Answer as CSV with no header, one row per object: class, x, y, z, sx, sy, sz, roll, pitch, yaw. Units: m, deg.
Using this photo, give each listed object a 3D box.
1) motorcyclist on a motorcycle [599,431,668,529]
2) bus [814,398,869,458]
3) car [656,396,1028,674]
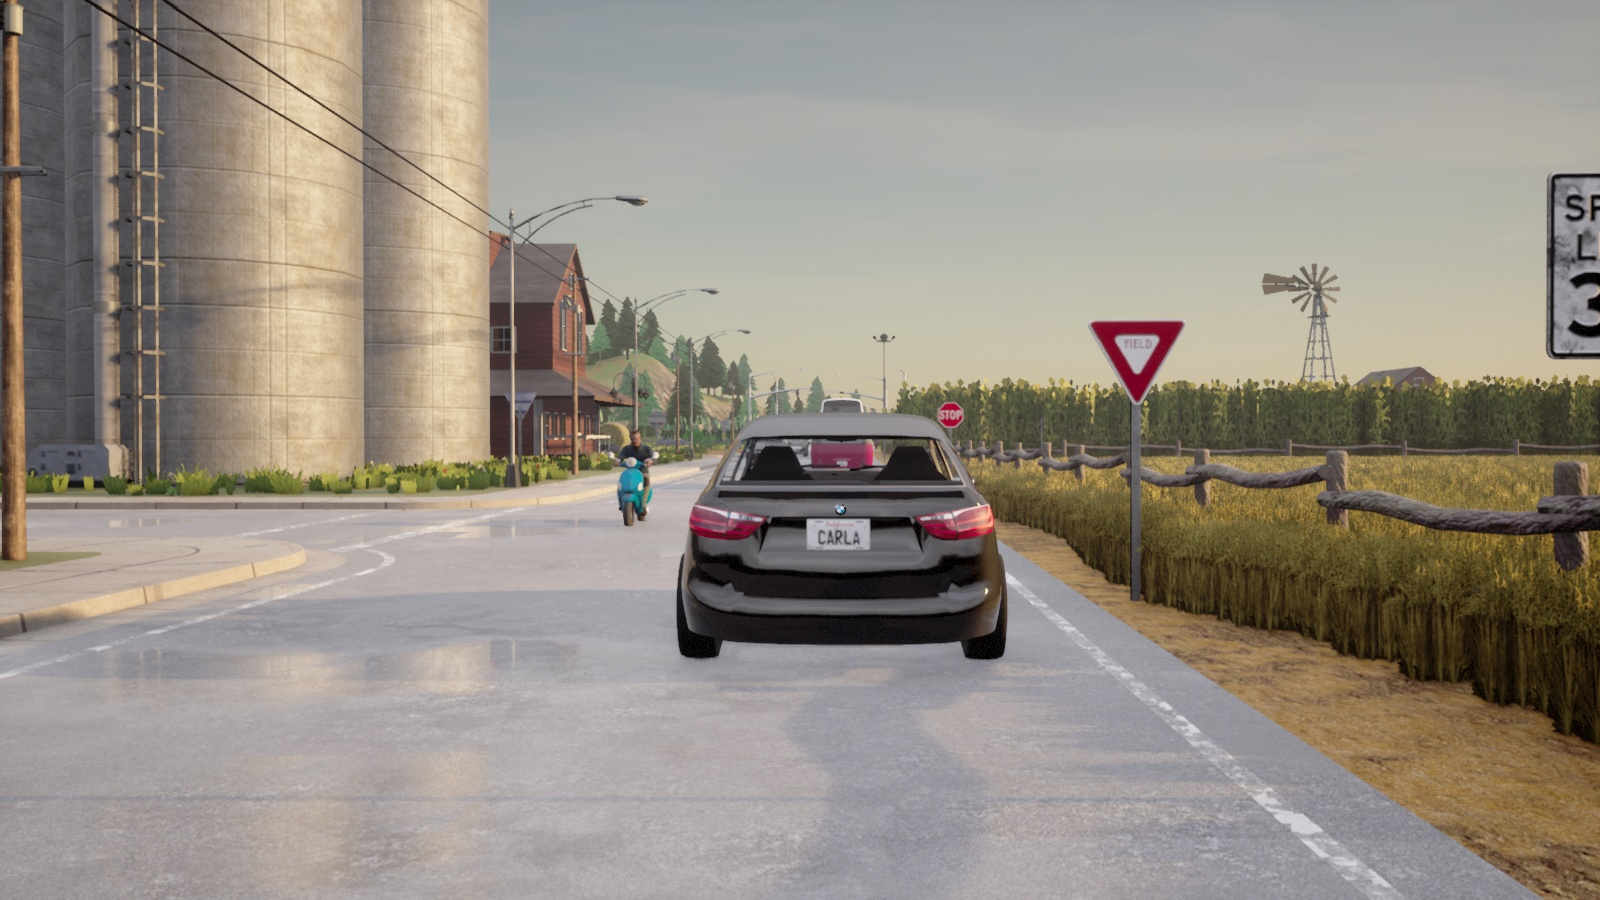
motorcyclist on a motorcycle,-2.795,0.474,21.242,0.866,1.590,1.817,0,1,2
bus,3.185,-1.635,95.388,3.944,4.253,10.273,0,1,2
car,0.327,0.486,9.880,2.242,1.667,4.611,0,1,2
